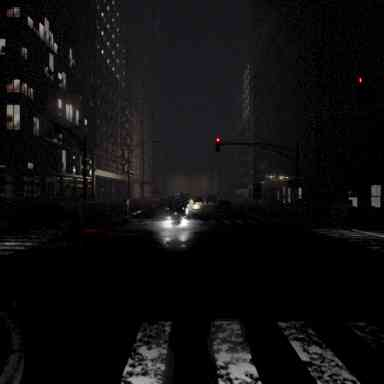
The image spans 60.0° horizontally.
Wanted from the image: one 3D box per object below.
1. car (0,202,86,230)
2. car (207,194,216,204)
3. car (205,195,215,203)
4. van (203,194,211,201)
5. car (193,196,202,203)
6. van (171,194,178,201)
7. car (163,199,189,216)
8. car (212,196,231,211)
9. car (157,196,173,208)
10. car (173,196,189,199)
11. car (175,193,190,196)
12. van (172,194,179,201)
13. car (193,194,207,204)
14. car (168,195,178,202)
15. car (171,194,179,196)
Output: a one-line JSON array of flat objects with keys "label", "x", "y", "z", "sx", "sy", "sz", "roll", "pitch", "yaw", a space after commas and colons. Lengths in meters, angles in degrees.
[{"label": "car", "x": -8.875, "y": 1.335, "z": 19.503, "sx": 5.008, "sy": 1.535, "sz": 1.882, "roll": 1, "pitch": 1, "yaw": -14}, {"label": "car", "x": 3.746, "y": 1.312, "z": 63.884, "sx": 2.192, "sy": 1.841, "sz": 5.009, "roll": 0, "pitch": 0, "yaw": 0}, {"label": "car", "x": 3.719, "y": 1.431, "z": 69.412, "sx": 1.967, "sy": 1.590, "sz": 4.097, "roll": 0, "pitch": 0, "yaw": 0}, {"label": "van", "x": 3.665, "y": 1.320, "z": 80.467, "sx": 1.690, "sy": 1.788, "sz": 3.998, "roll": 0, "pitch": 0, "yaw": 0}, {"label": "car", "x": 1.145, "y": 1.528, "z": 73.303, "sx": 2.033, "sy": 1.411, "sz": 5.357, "roll": 0, "pitch": 0, "yaw": 0}, {"label": "van", "x": -4.215, "y": 1.320, "z": 80.429, "sx": 1.690, "sy": 1.788, "sz": 3.998, "roll": 0, "pitch": 0, "yaw": 0}, {"label": "car", "x": -1.517, "y": 1.618, "z": 32.710, "sx": 1.895, "sy": 1.301, "sz": 4.718, "roll": 0, "pitch": 0, "yaw": 0}, {"label": "car", "x": 3.902, "y": 1.579, "z": 41.776, "sx": 1.947, "sy": 1.339, "sz": 4.313, "roll": 0, "pitch": 0, "yaw": 0}, {"label": "car", "x": -4.055, "y": 1.592, "z": 47.264, "sx": 1.802, "sy": 1.307, "sz": 4.206, "roll": 0, "pitch": 0, "yaw": 0}, {"label": "car", "x": -1.594, "y": 1.610, "z": 49.589, "sx": 1.895, "sy": 1.301, "sz": 4.718, "roll": 0, "pitch": 0, "yaw": 0}, {"label": "car", "x": -1.593, "y": 1.222, "z": 65.760, "sx": 2.150, "sy": 2.045, "sz": 5.566, "roll": 0, "pitch": 0, "yaw": 0}, {"label": "van", "x": -4.242, "y": 1.314, "z": 85.957, "sx": 1.690, "sy": 1.788, "sz": 3.998, "roll": 0, "pitch": 0, "yaw": 0}, {"label": "car", "x": 1.271, "y": 1.524, "z": 62.996, "sx": 1.812, "sy": 1.442, "sz": 4.674, "roll": 0, "pitch": 0, "yaw": 0}, {"label": "car", "x": -4.188, "y": 1.425, "z": 74.902, "sx": 1.967, "sy": 1.590, "sz": 4.097, "roll": 0, "pitch": 0, "yaw": 0}, {"label": "car", "x": -4.134, "y": 1.563, "z": 63.846, "sx": 1.947, "sy": 1.339, "sz": 4.313, "roll": 0, "pitch": 0, "yaw": 0}]
